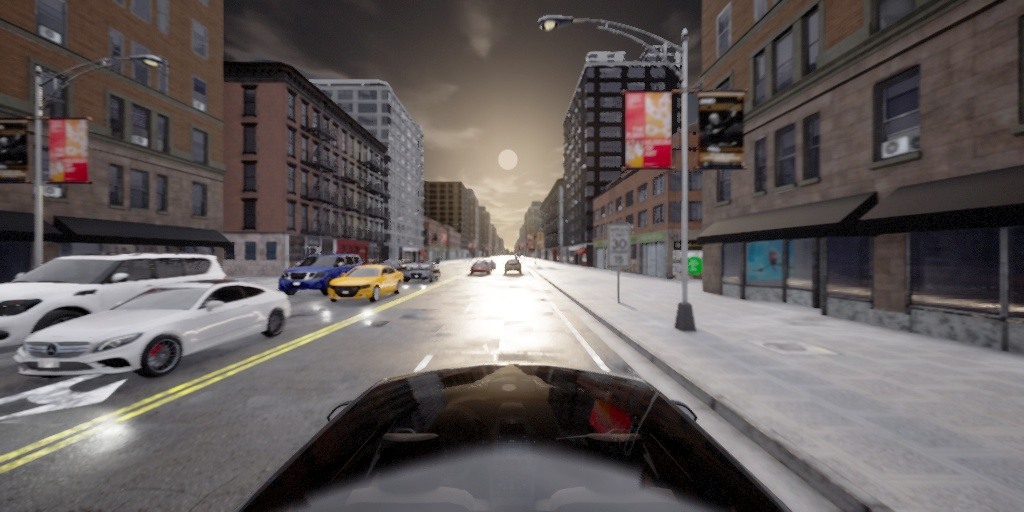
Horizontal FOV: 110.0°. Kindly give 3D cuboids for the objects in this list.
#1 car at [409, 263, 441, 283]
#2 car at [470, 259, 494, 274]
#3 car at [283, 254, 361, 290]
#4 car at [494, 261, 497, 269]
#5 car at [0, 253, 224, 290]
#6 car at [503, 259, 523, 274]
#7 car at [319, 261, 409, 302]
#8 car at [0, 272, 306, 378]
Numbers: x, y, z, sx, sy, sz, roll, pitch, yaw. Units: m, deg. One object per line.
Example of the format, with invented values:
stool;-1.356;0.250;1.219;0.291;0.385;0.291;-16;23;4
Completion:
car;-6.583;1.201;26.741;1.994;1.385;4.181;0;0;0
car;-3.236;1.150;37.749;1.994;1.385;4.181;0;0;0
car;-9.847;0.893;19.197;2.150;2.045;5.566;0;0;0
car;-3.217;1.096;49.638;1.994;1.385;4.181;0;0;1
car;-9.850;0.940;8.829;2.150;2.045;5.566;0;0;0
car;0.108;1.089;38.571;1.837;1.490;4.892;0;1;0
car;-6.595;1.161;16.705;1.882;1.535;5.008;0;0;0
car;-6.599;1.250;7.435;1.812;1.442;4.674;0;0;0
